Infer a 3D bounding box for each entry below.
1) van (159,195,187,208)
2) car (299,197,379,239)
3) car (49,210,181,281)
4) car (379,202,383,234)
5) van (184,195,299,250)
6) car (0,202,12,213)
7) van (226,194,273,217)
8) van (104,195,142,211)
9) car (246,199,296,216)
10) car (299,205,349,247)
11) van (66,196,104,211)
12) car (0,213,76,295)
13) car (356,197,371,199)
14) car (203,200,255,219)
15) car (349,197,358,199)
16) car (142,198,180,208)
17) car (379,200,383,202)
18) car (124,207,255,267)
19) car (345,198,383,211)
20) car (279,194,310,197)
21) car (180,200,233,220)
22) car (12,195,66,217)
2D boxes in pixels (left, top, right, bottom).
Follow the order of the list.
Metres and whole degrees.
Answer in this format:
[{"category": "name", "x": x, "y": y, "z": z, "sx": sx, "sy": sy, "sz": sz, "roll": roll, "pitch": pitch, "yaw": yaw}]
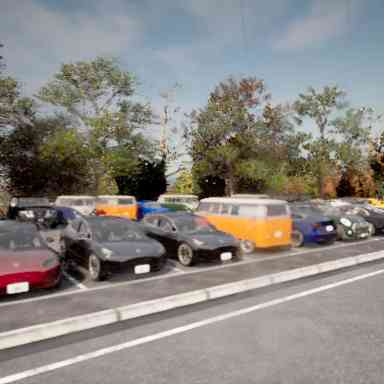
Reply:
[{"category": "van", "x": -1.036, "y": 1.236, "z": 27.336, "sx": 1.878, "sy": 1.987, "sz": 4.442, "roll": 0, "pitch": 0, "yaw": -36}, {"category": "car", "x": 6.392, "y": 1.338, "z": 16.740, "sx": 2.185, "sy": 1.767, "sz": 4.553, "roll": 0, "pitch": 0, "yaw": -35}, {"category": "car", "x": -2.625, "y": 1.520, "z": 10.263, "sx": 2.163, "sy": 1.488, "sz": 4.792, "roll": 0, "pitch": 0, "yaw": -35}, {"category": "car", "x": 8.680, "y": 1.463, "z": 18.319, "sx": 2.231, "sy": 1.521, "sz": 4.892, "roll": 0, "pitch": 0, "yaw": -35}, {"category": "van", "x": 1.817, "y": 1.249, "z": 13.596, "sx": 1.878, "sy": 1.987, "sz": 4.442, "roll": 0, "pitch": 0, "yaw": -35}, {"category": "car", "x": -12.388, "y": 1.244, "z": 19.373, "sx": 2.435, "sy": 2.045, "sz": 5.566, "roll": 0, "pitch": 0, "yaw": -35}, {"category": "van", "x": 5.489, "y": 1.250, "z": 32.246, "sx": 1.878, "sy": 1.987, "sz": 4.442, "roll": 0, "pitch": 0, "yaw": -35}, {"category": "van", "x": -5.696, "y": 1.248, "z": 24.302, "sx": 1.878, "sy": 1.987, "sz": 4.442, "roll": 0, "pitch": 0, "yaw": -35}, {"category": "car", "x": 7.932, "y": 1.520, "z": 33.803, "sx": 2.163, "sy": 1.488, "sz": 4.792, "roll": 0, "pitch": 0, "yaw": -35}, {"category": "car", "x": 4.132, "y": 1.498, "z": 15.133, "sx": 2.163, "sy": 1.488, "sz": 4.792, "roll": 0, "pitch": 0, "yaw": -35}, {"category": "van", "x": -7.820, "y": 1.255, "z": 22.508, "sx": 1.878, "sy": 1.987, "sz": 4.442, "roll": 0, "pitch": 0, "yaw": -35}, {"category": "car", "x": -4.888, "y": 1.527, "z": 8.655, "sx": 2.163, "sy": 1.488, "sz": 4.792, "roll": 0, "pitch": 0, "yaw": -35}, {"category": "car", "x": 19.224, "y": 1.604, "z": 41.821, "sx": 2.163, "sy": 1.488, "sz": 4.792, "roll": 0, "pitch": 0, "yaw": -35}, {"category": "car", "x": 3.280, "y": 1.495, "z": 30.570, "sx": 2.163, "sy": 1.488, "sz": 4.792, "roll": 0, "pitch": 0, "yaw": -35}, {"category": "car", "x": 16.950, "y": 1.598, "z": 40.238, "sx": 2.002, "sy": 1.452, "sz": 4.674, "roll": 0, "pitch": 0, "yaw": -35}, {"category": "car", "x": -3.373, "y": 1.466, "z": 25.816, "sx": 2.097, "sy": 1.535, "sz": 5.008, "roll": 0, "pitch": 0, "yaw": -35}, {"category": "car", "x": 10.826, "y": 1.464, "z": 20.078, "sx": 1.946, "sy": 1.575, "sz": 5.366, "roll": 0, "pitch": 0, "yaw": -35}, {"category": "car", "x": -0.361, "y": 1.512, "z": 11.870, "sx": 2.163, "sy": 1.488, "sz": 4.792, "roll": 0, "pitch": 0, "yaw": -35}, {"category": "car", "x": 23.627, "y": 1.607, "z": 44.977, "sx": 2.097, "sy": 1.535, "sz": 5.008, "roll": 0, "pitch": 0, "yaw": -35}, {"category": "car", "x": 10.158, "y": 1.256, "z": 35.454, "sx": 2.435, "sy": 2.045, "sz": 5.566, "roll": 0, "pitch": 0, "yaw": -35}, {"category": "car", "x": 1.128, "y": 1.490, "z": 29.042, "sx": 2.163, "sy": 1.488, "sz": 4.792, "roll": 0, "pitch": 0, "yaw": -35}, {"category": "car", "x": -10.129, "y": 1.237, "z": 20.977, "sx": 2.435, "sy": 2.045, "sz": 5.566, "roll": 0, "pitch": 0, "yaw": -35}]
